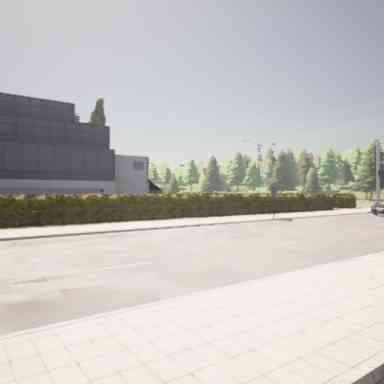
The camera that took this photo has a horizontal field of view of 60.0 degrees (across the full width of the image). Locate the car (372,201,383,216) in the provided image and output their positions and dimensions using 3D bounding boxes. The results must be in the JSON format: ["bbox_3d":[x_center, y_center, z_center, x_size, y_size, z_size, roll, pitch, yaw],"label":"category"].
[{"bbox_3d":[19.081,1.488,31.782,4.902,1.511,2.128,0,0,-36],"label":"car"}]
